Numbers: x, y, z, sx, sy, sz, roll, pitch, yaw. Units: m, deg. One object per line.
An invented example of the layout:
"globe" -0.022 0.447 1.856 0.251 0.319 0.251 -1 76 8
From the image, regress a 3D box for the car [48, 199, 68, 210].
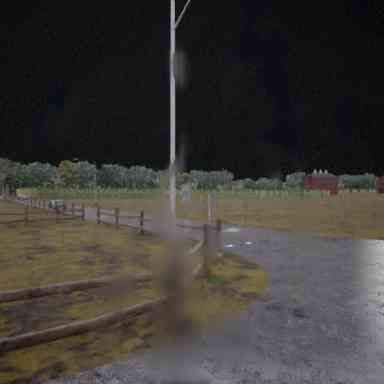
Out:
"car" -19.727 1.784 48.750 2.033 1.411 5.357 -1 1 -34
